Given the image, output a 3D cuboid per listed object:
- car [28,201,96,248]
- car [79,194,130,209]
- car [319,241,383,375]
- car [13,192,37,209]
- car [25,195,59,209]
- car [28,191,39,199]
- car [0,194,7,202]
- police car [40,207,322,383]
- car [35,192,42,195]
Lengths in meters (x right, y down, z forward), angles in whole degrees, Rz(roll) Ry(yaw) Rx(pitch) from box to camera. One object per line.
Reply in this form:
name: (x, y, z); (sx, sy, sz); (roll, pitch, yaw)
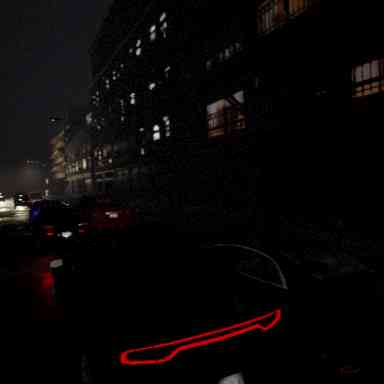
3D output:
car: (-5.492, 1.297, 13.699); (1.812, 1.442, 4.674); (-3, 2, -28)
car: (-4.226, 1.001, 15.254); (2.192, 1.841, 5.009); (-2, 2, -28)
car: (1.075, 1.350, 5.308); (2.008, 1.369, 4.403); (-2, 2, -28)
car: (-18.903, 1.078, 37.163); (2.033, 1.411, 5.357); (-3, 2, -28)
car: (-8.256, 1.185, 19.030); (1.882, 1.535, 5.008); (-3, 2, -28)
car: (-33.339, 0.594, 69.993); (1.887, 1.381, 4.507); (-2, 2, -28)
car: (-32.301, 0.967, 55.936); (2.033, 1.411, 5.357); (-3, 2, -28)
police car: (-0.921, 1.299, 4.930); (1.930, 1.638, 5.238); (-3, 2, -28)
car: (-28.125, 0.690, 60.191); (1.752, 1.417, 4.829); (-2, 2, -28)
